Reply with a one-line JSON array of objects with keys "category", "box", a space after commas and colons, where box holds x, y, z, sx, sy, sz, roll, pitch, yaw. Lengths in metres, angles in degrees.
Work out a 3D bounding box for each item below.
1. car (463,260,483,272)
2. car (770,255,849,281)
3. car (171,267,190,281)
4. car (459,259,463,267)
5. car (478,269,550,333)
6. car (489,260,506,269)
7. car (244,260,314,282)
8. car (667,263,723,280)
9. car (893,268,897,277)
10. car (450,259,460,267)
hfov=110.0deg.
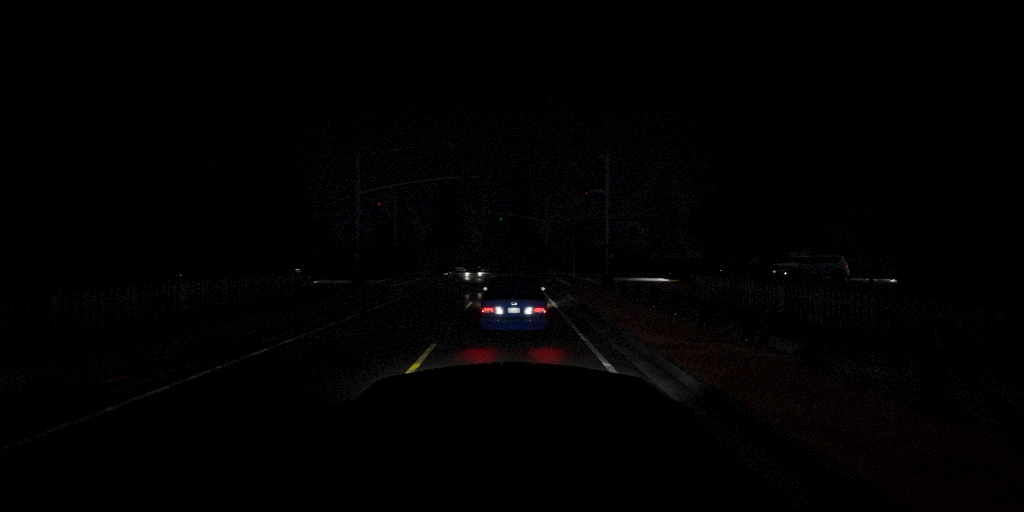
[{"category": "car", "box": [-4.779, 1.220, 44.682, 1.837, 1.490, 4.892, 0, 0, -6]}, {"category": "car", "box": [24.679, 0.956, 29.892, 5.566, 2.045, 2.150, 0, 0, 1]}, {"category": "car", "box": [-27.583, 1.298, 27.723, 4.181, 1.385, 1.994, 0, 0, 2]}, {"category": "car", "box": [-6.316, 1.263, 54.340, 2.033, 1.411, 5.357, 0, 0, -14]}, {"category": "car", "box": [0.062, 1.297, 10.754, 2.033, 1.411, 5.357, 0, 0, 0]}, {"category": "car", "box": [-2.167, 1.279, 52.636, 1.994, 1.385, 4.181, 0, 0, -12]}, {"category": "car", "box": [-17.718, 1.087, 27.434, 4.553, 1.767, 2.097, 0, 0, 2]}, {"category": "car", "box": [15.314, 1.299, 30.171, 4.181, 1.385, 1.994, 0, 0, 2]}, {"category": "car", "box": [34.525, 1.087, 29.584, 4.553, 1.767, 2.097, 0, 0, 2]}, {"category": "car", "box": [-9.701, 1.263, 64.372, 2.033, 1.411, 5.357, 0, 0, -23]}]
